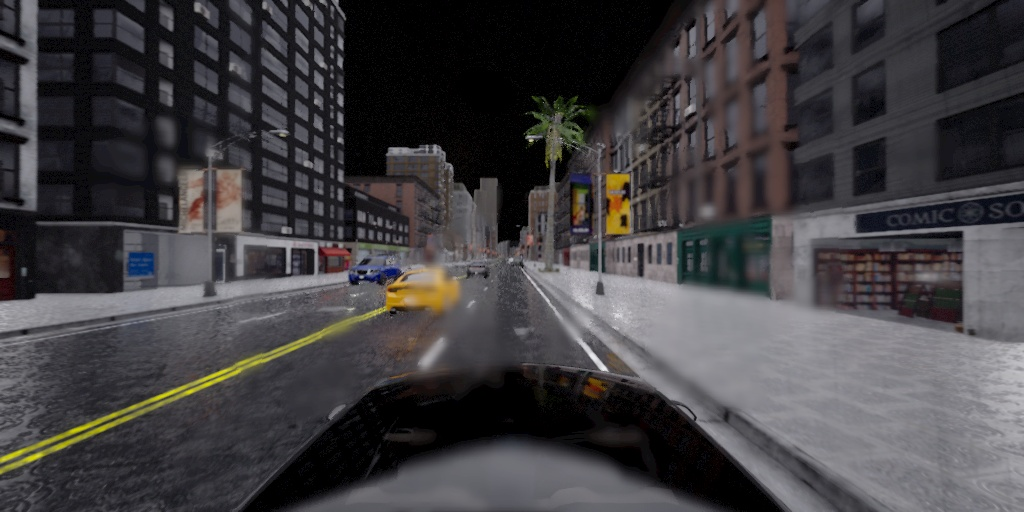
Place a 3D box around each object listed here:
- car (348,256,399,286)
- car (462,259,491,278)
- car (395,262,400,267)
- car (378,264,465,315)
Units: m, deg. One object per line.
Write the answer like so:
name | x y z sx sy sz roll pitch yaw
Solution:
car | -9.848 1.025 26.247 2.150 2.045 5.566 0 0 0
car | -3.147 1.314 34.230 2.128 1.511 4.902 0 0 0
car | -6.597 1.328 25.889 1.812 1.442 4.674 0 0 0
car | -3.154 1.253 13.645 1.882 1.535 5.008 0 0 0
